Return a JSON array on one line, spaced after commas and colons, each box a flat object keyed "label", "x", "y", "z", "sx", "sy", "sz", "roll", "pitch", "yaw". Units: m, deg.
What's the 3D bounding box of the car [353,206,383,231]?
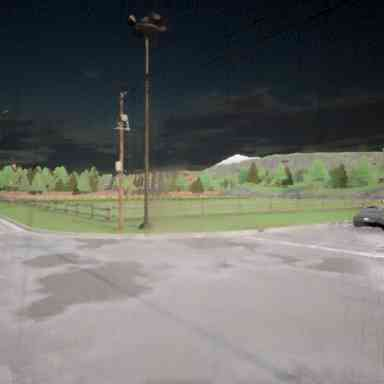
[{"label": "car", "x": 11.971, "y": 1.570, "z": 20.874, "sx": 4.181, "sy": 1.385, "sz": 1.994, "roll": 0, "pitch": 0, "yaw": -35}]
